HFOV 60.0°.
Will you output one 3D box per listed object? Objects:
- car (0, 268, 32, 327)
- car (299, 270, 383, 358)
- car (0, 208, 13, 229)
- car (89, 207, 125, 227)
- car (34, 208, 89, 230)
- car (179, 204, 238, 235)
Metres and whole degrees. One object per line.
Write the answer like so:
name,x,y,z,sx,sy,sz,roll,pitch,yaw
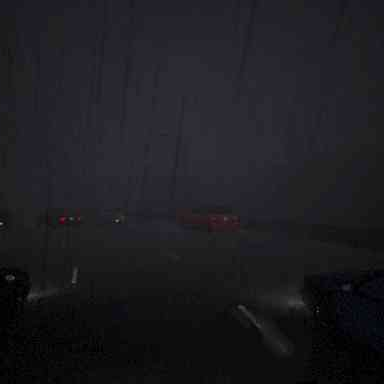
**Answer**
car,-3.731,1.619,4.329,2.033,1.411,5.357,0,-1,-11
car,3.340,1.590,3.995,2.033,1.411,5.357,0,-1,-10
car,-14.434,1.873,23.864,4.892,1.490,1.837,-1,-2,44
car,-6.984,1.897,26.178,1.812,1.442,4.674,1,-1,-40
car,-9.850,1.904,24.354,2.033,1.411,5.357,1,-1,-42
car,0.900,1.627,21.040,2.097,1.767,4.553,0,-1,-29
